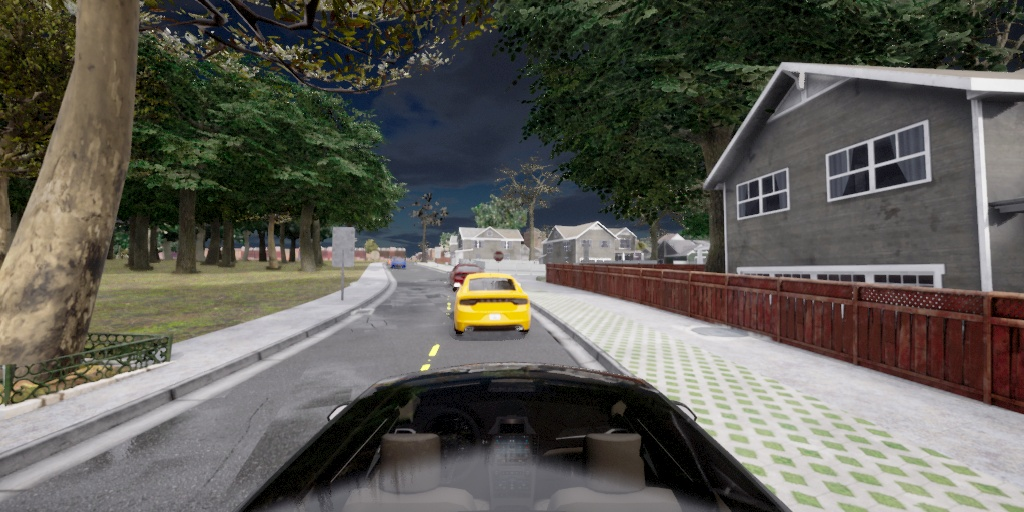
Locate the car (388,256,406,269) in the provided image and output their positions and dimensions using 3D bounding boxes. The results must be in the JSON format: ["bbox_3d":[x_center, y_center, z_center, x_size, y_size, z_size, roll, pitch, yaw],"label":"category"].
[{"bbox_3d":[-15.506,0.998,48.926,1.882,1.535,5.008,1,0,-21],"label":"car"}]

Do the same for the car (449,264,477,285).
[{"bbox_3d":[-2.820,1.227,22.100,1.882,1.535,5.008,1,0,-13],"label":"car"}]

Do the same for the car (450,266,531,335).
[{"bbox_3d":[-0.692,1.236,10.636,1.882,1.535,5.008,0,0,-7],"label":"car"}]
